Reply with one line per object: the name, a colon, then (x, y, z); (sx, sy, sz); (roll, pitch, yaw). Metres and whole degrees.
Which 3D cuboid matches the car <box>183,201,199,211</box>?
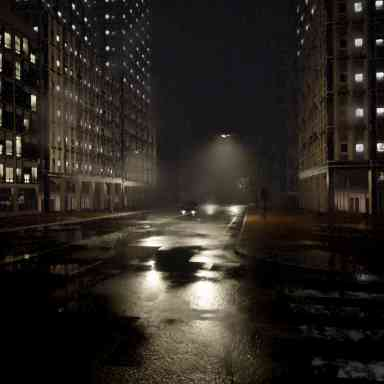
car: (-0.136, 2.204, 54.493); (1.882, 1.535, 5.008); (-1, -1, 10)
